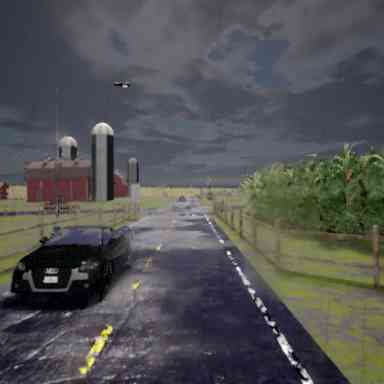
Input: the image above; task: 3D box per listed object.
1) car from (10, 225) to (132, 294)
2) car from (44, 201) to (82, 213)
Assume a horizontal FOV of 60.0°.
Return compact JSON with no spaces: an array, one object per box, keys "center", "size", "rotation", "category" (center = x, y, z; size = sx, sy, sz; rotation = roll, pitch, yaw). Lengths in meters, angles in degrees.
[{"center":[-2.852,1.589,8.727],"size":[1.994,1.385,4.181],"rotation":[0,0,0],"category":"car"},{"center":[-16.928,1.878,43.662],"size":[4.674,1.442,1.812],"rotation":[-1,1,-9],"category":"car"}]
